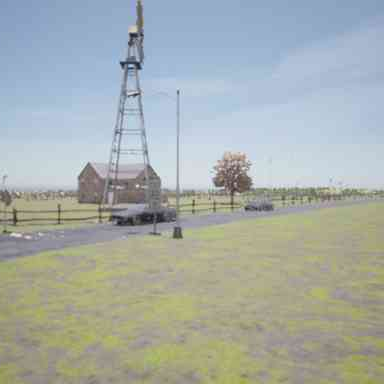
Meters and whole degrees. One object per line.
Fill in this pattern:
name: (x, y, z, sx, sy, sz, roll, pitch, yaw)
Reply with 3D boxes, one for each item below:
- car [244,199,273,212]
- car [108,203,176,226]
car: (7.727, 1.494, 38.329, 1.994, 1.385, 4.181, 1, 1, 38)
car: (-3.388, 1.542, 23.945, 2.033, 1.411, 5.357, 1, 1, 37)
